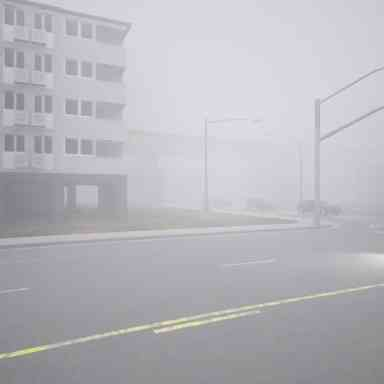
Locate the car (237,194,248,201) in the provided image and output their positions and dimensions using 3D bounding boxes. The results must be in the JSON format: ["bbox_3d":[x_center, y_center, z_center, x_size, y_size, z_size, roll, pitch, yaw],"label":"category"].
[{"bbox_3d":[11.176,1.540,75.348,2.033,1.411,5.357,0,0,41],"label":"car"}]

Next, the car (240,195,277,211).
[{"bbox_3d":[8.660,1.491,42.017,2.128,1.511,4.902,0,0,-25],"label":"car"}]

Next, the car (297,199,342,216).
[{"bbox_3d":[12.713,1.505,33.453,1.837,1.490,4.892,0,0,-25],"label":"car"}]

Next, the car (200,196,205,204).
[{"bbox_3d":[2.534,1.505,61.434,1.837,1.490,4.892,0,0,3],"label":"car"}]

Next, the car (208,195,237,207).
[{"bbox_3d":[4.509,1.505,51.301,1.837,1.490,4.892,0,0,-21],"label":"car"}]
